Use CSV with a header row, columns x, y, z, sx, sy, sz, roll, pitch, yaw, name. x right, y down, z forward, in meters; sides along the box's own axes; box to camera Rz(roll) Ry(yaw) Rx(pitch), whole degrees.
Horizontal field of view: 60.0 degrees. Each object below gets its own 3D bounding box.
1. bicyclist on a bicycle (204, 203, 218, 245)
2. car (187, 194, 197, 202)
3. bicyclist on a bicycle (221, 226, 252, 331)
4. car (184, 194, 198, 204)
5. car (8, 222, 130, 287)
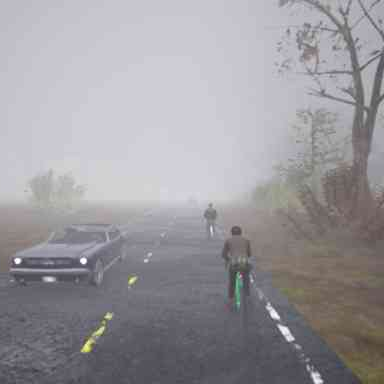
x,y,z,sx,sy,sz,roll,pitch,yaw,name
0.818,1.350,14.548,0.659,1.776,1.843,-1,0,0,bicyclist on a bicycle
0.008,1.265,73.956,2.097,1.767,4.553,0,0,0,car
0.813,1.443,5.898,0.582,1.620,1.656,-1,0,0,bicyclist on a bicycle
0.104,1.489,60.148,1.994,1.385,4.181,0,0,0,car
-3.101,1.589,9.437,1.895,1.301,4.718,0,0,0,car
